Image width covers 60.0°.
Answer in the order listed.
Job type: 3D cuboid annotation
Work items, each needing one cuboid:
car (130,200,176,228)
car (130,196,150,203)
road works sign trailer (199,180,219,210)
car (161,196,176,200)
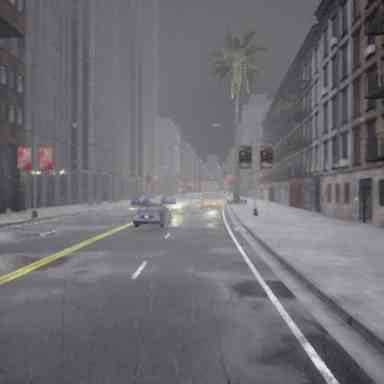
[{"bbox_3d":[-2.471,1.473,21.707,2.033,1.411,5.357,0,0,3],"label":"car"},{"bbox_3d":[-7.187,1.302,46.550,1.882,1.535,5.008,0,0,5],"label":"car"},{"bbox_3d":[2.120,0.316,40.244,2.380,3.560,2.880,0,0,5],"label":"road works sign trailer"},{"bbox_3d":[-3.587,1.287,50.202,1.882,1.535,5.008,0,0,5],"label":"car"}]
